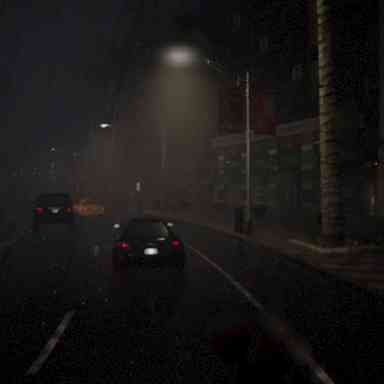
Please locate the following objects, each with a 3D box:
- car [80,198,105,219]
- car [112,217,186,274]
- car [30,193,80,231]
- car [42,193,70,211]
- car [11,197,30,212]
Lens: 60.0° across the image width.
[{"bbox_3d":[-8.597,1.255,27.049,1.801,1.575,5.366,-1,1,-31],"label":"car"},{"bbox_3d":[-1.487,1.478,10.501,1.994,1.385,4.181,0,1,-13],"label":"car"},{"bbox_3d":[-8.296,1.082,19.797,2.150,2.045,5.566,0,0,-25],"label":"car"},{"bbox_3d":[-15.530,1.085,37.971,2.097,1.767,4.553,-1,1,-33],"label":"car"},{"bbox_3d":[-18.054,1.241,35.468,1.882,1.535,5.008,-1,0,-33],"label":"car"}]
